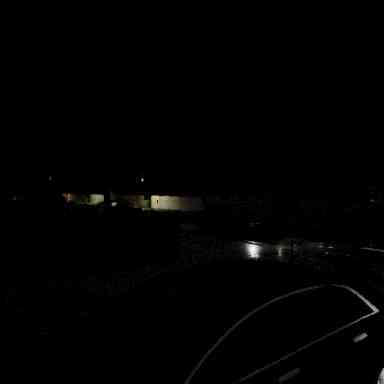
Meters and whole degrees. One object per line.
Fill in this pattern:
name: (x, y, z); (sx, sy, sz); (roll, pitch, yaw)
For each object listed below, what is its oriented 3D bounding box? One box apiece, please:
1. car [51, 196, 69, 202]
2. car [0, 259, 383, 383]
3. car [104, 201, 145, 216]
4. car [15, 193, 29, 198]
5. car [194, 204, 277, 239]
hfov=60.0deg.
car: (-18.414, 1.275, 45.944); (1.837, 1.490, 4.892); (0, 0, -35)
car: (0.235, 1.522, 3.116); (4.892, 1.490, 1.837); (0, 0, -36)
car: (-5.743, 1.468, 28.105); (1.895, 1.301, 4.718); (0, 0, -36)
car: (-43.148, 1.110, 85.199); (2.033, 1.411, 5.357); (0, 0, -36)
car: (2.086, 1.413, 17.186); (1.882, 1.535, 5.008); (0, 0, -36)
